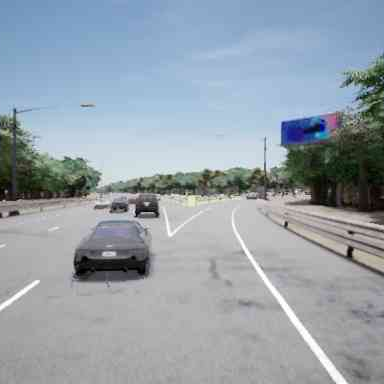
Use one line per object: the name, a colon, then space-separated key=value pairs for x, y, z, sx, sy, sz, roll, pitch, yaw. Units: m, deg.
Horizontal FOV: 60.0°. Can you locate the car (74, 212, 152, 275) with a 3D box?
car: x=-2.308 y=1.563 z=10.544 sx=1.994 sy=1.385 sz=4.181 roll=0 pitch=0 yaw=-5

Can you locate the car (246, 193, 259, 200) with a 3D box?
car: x=15.189 y=1.309 z=85.097 sx=2.033 sy=1.411 sz=5.357 roll=0 pitch=0 yaw=24

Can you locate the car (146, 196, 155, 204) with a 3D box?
car: x=-8.908 y=1.664 z=71.241 sx=1.837 sy=1.490 sz=4.892 roll=0 pitch=0 yaw=-8

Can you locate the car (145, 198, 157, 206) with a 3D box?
car: x=-6.970 y=1.660 z=56.691 sx=1.994 sy=1.385 sz=4.181 roll=0 pitch=0 yaw=-7

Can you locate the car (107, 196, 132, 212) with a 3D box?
car: x=-8.353 y=1.531 z=38.846 sx=1.837 sy=1.490 sz=4.892 roll=0 pitch=0 yaw=-6

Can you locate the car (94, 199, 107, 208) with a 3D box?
car: x=-12.802 y=1.659 z=48.146 sx=1.895 sy=1.301 sz=4.718 roll=0 pitch=0 yaw=-7

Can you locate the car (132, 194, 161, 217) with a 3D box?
car: x=-4.238 y=1.233 z=31.848 sx=2.150 sy=2.045 sz=5.566 roll=0 pitch=0 yaw=-5

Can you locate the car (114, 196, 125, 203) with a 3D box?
car: x=-17.070 y=1.737 z=78.535 sx=2.128 sy=1.511 sz=4.902 roll=0 pitch=0 yaw=-9

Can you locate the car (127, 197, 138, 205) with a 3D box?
car: x=-11.298 y=1.654 z=63.656 sx=1.812 sy=1.442 sz=4.674 roll=0 pitch=0 yaw=-8
